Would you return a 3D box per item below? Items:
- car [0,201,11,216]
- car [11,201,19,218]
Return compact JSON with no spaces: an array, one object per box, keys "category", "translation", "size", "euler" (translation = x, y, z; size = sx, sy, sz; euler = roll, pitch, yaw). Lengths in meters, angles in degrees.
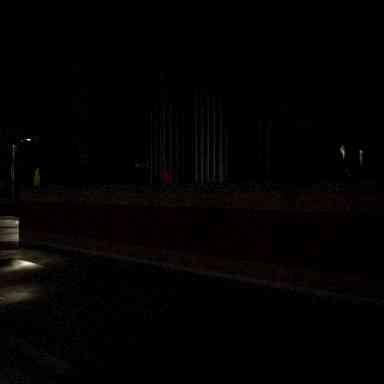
[{"category":"car","translation":[-16.423,1.547,29.102],"size":[2.128,1.511,4.902],"euler":[0,0,37]},{"category":"car","translation":[-12.265,1.603,28.823],"size":[2.033,1.411,5.357],"euler":[0,0,37]}]
